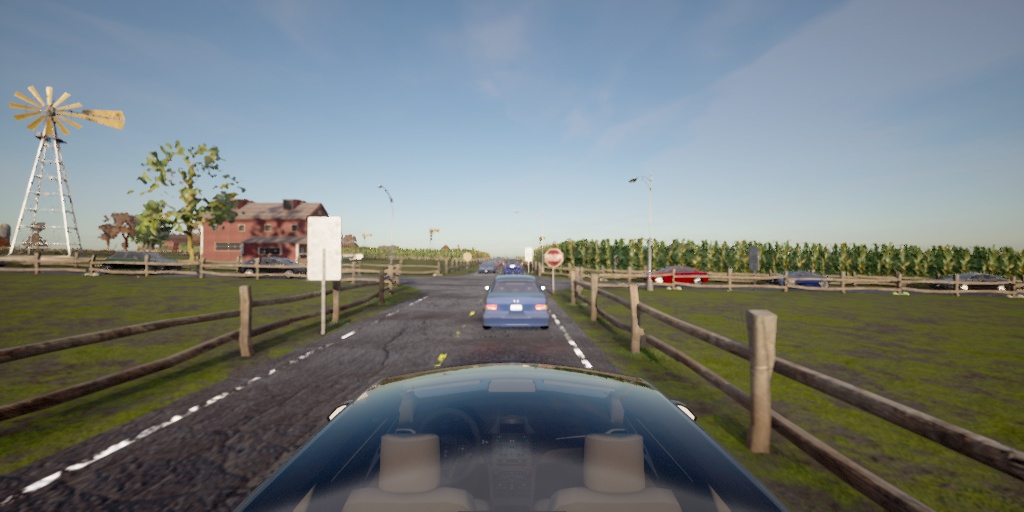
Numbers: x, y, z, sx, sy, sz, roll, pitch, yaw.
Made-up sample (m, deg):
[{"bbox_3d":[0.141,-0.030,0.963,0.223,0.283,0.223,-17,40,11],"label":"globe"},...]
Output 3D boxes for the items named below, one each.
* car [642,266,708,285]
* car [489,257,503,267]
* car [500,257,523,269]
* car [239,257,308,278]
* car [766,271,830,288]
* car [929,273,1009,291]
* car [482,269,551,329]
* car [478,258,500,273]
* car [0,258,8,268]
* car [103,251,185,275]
[{"bbox_3d":[13.206,1.554,29.186,5.008,1.535,1.882,1,-1,0],"label":"car"},{"bbox_3d":[-2.798,1.072,63.356,2.097,1.767,4.553,0,0,1],"label":"car"},{"bbox_3d":[0.100,1.073,37.331,2.097,1.767,4.553,0,0,0],"label":"car"},{"bbox_3d":[-17.346,0.836,26.489,4.892,1.490,1.837,1,-1,0],"label":"car"},{"bbox_3d":[23.132,1.870,29.110,4.181,1.385,1.994,1,-1,0],"label":"car"},{"bbox_3d":[36.871,2.125,28.974,4.892,1.490,1.837,1,-1,1],"label":"car"},{"bbox_3d":[0.101,1.287,11.137,2.033,1.411,5.357,0,0,0],"label":"car"},{"bbox_3d":[-2.840,1.268,42.156,2.033,1.411,5.357,0,0,0],"label":"car"},{"bbox_3d":[-40.770,0.279,26.712,4.902,1.511,2.128,2,-1,2],"label":"car"},{"bbox_3d":[-27.140,0.455,26.575,4.553,1.767,2.097,1,-1,1],"label":"car"}]
